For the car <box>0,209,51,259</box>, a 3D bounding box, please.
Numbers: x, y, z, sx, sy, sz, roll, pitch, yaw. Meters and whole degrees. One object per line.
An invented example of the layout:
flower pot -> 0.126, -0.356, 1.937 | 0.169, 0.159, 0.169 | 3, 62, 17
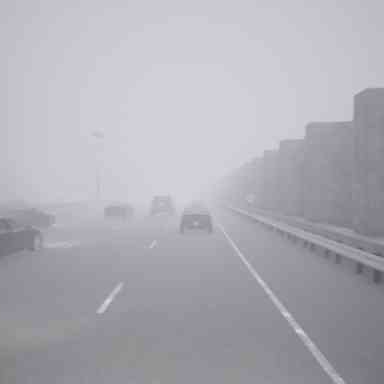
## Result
car -> -6.872, 1.550, 11.313 | 1.837, 1.490, 4.892 | 0, 0, 0

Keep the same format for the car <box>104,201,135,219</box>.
car -> -6.513, 1.592, 30.230 | 1.882, 1.535, 5.008 | 0, 0, 1

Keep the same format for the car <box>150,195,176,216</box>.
car -> -2.916, 1.353, 34.315 | 2.150, 2.045, 5.566 | 0, 0, 1

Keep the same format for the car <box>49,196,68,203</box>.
car -> -27.521, 1.613, 68.151 | 2.097, 1.767, 4.553 | 0, 0, -2

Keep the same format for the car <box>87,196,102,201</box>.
car -> -20.678, 1.627, 71.562 | 2.097, 1.767, 4.553 | 0, 0, -4

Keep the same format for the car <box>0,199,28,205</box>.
car -> -23.880, 1.672, 44.574 | 1.837, 1.490, 4.892 | 0, 1, 1

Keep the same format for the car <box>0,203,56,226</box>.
car -> -10.249, 1.625, 20.288 | 2.033, 1.411, 5.357 | 0, 0, 1

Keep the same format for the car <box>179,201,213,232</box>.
car -> 0.268, 1.556, 20.558 | 1.882, 1.535, 5.008 | 0, 0, 1

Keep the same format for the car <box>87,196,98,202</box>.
car -> -25.658, 1.834, 85.631 | 2.033, 1.411, 5.357 | 0, 0, -8
